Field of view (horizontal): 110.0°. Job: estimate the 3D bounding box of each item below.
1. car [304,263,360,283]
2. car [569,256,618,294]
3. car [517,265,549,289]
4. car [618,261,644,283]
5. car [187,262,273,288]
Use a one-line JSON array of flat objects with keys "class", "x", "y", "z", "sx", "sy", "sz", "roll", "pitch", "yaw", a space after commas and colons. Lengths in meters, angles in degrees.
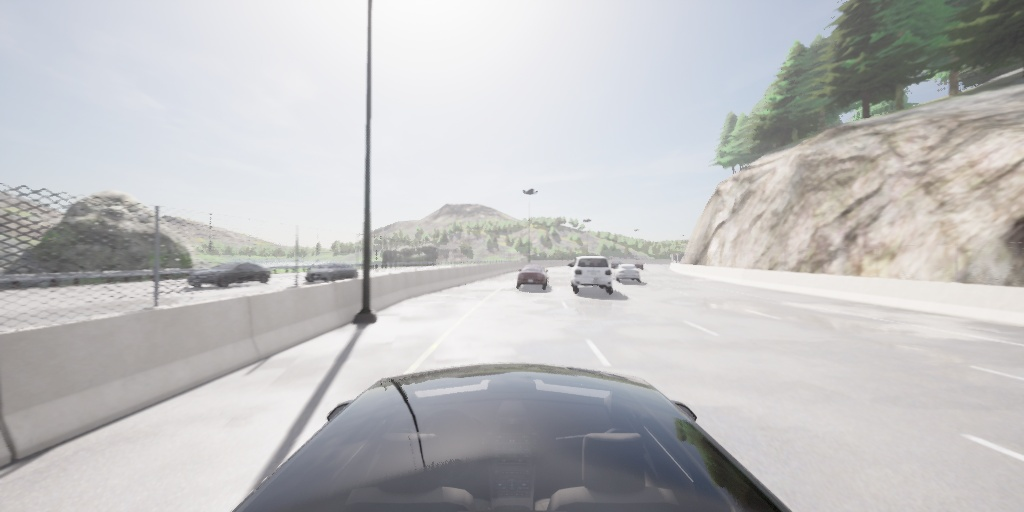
[{"class": "car", "x": -12.611, "y": 1.160, "z": 25.431, "sx": 1.994, "sy": 1.385, "sz": 4.181, "roll": 1, "pitch": 0, "yaw": 7}, {"class": "car", "x": 4.611, "y": 1.028, "z": 21.319, "sx": 2.150, "sy": 2.045, "sz": 5.566, "roll": 0, "pitch": 0, "yaw": 8}, {"class": "car", "x": 1.375, "y": 1.291, "z": 23.260, "sx": 1.812, "sy": 1.442, "sz": 4.674, "roll": 1, "pitch": 0, "yaw": 7}, {"class": "car", "x": 9.453, "y": 1.392, "z": 29.772, "sx": 1.812, "sy": 1.442, "sz": 4.674, "roll": 1, "pitch": 0, "yaw": 10}, {"class": "car", "x": -16.573, "y": 1.063, "z": 21.413, "sx": 1.812, "sy": 1.442, "sz": 4.674, "roll": 1, "pitch": 0, "yaw": 6}]
